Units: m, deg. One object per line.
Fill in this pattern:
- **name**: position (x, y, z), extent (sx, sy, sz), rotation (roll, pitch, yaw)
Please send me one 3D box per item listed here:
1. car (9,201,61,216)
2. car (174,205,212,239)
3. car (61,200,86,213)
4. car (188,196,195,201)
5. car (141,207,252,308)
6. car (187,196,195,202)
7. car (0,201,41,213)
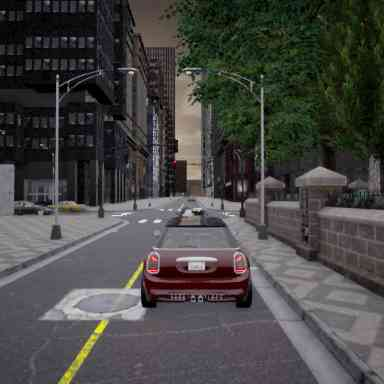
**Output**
- **car**: position (-14.702, 1.518, 30.156), extent (4.403, 1.369, 2.008), rotation (0, -1, 0)
- **car**: position (0.059, 1.542, 18.228), extent (1.812, 1.442, 4.674), rotation (0, 0, 0)
- **car**: position (-14.852, 1.676, 38.680), extent (4.829, 1.417, 1.752), rotation (0, -1, 0)
- **car**: position (-0.194, 1.712, 90.140), extent (1.812, 1.442, 4.674), rotation (0, 0, 0)
- **car**: position (0.081, 1.357, 8.102), extent (2.097, 1.767, 4.553), rotation (0, 0, 0)
- **car**: position (-0.171, 1.732, 79.721), extent (2.033, 1.411, 5.357), rotation (0, 0, 0)
- **car**: position (-20.195, 1.708, 38.698), extent (4.403, 1.369, 2.008), rotation (0, -1, 0)
